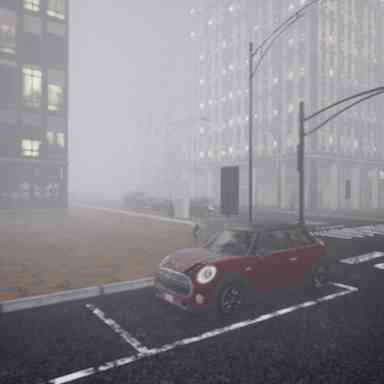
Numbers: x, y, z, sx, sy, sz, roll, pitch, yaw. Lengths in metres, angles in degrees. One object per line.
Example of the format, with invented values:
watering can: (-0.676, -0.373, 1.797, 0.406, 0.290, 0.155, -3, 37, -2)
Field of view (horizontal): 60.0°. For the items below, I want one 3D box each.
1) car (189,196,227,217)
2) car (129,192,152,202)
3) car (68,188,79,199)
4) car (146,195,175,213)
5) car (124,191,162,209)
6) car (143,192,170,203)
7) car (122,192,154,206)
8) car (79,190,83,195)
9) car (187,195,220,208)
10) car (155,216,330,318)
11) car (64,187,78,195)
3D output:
car: (1.017, 1.161, 26.246, 1.967, 1.590, 4.097, 2, 0, -36)
car: (-8.441, 0.786, 53.842, 1.947, 1.339, 4.313, 2, 0, -36)
car: (-21.703, 0.517, 57.970, 1.887, 1.381, 4.507, 2, 0, -36)
car: (-2.233, 1.196, 30.779, 1.802, 1.307, 4.206, 2, 0, -36)
car: (-5.470, 0.822, 35.310, 2.192, 1.841, 5.009, 2, 0, -36)
car: (-5.292, 0.849, 49.447, 1.752, 1.417, 4.829, 2, 0, -36)
car: (-6.819, 0.882, 41.628, 1.882, 1.535, 5.008, 0, 1, -35)
car: (-27.919, 0.123, 81.044, 1.887, 1.381, 4.507, 2, 0, -36)
car: (1.299, 1.123, 40.240, 1.802, 1.307, 4.206, 2, 0, -36)
car: (1.198, 1.470, 7.414, 4.097, 1.590, 1.967, 0, 0, -35)
car: (-31.159, -0.213, 85.578, 2.192, 1.841, 5.009, 2, 0, -36)
